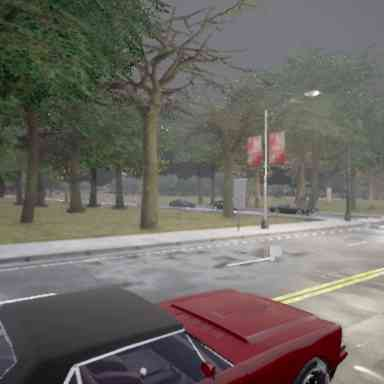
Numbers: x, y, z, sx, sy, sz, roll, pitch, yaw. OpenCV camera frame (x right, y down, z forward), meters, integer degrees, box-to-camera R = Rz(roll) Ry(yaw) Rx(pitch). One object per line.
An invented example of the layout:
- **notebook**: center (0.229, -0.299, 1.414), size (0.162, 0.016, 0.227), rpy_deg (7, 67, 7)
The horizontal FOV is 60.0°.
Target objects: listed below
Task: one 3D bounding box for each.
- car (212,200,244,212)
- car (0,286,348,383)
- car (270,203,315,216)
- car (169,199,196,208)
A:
- **car**: center (4.745, 1.827, 44.424), size (1.837, 1.490, 4.892), rpy_deg (1, -1, -37)
- **car**: center (-0.588, 1.616, 3.018), size (4.718, 1.301, 1.895), rpy_deg (1, 0, -37)
- **car**: center (10.894, 1.930, 36.302), size (1.895, 1.301, 4.718), rpy_deg (1, -1, -37)
- **car**: center (-1.631, 1.866, 52.860), size (2.033, 1.411, 5.357), rpy_deg (1, -1, -37)
